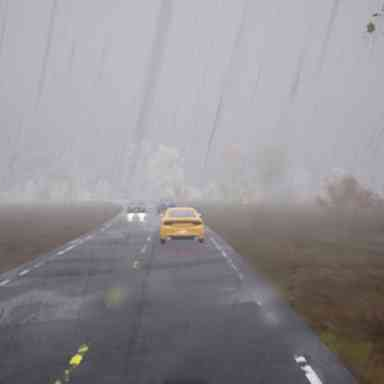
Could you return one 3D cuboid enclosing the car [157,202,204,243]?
[{"bbox_3d":[-0.545,1.481,16.166,1.882,1.535,5.008,0,0,-4],"label":"car"}]

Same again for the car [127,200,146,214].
[{"bbox_3d":[-5.919,1.587,35.662,1.994,1.385,4.181,0,0,-9],"label":"car"}]

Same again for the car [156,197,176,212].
[{"bbox_3d":[-2.857,1.372,36.696,2.097,1.767,4.553,0,0,-9],"label":"car"}]
